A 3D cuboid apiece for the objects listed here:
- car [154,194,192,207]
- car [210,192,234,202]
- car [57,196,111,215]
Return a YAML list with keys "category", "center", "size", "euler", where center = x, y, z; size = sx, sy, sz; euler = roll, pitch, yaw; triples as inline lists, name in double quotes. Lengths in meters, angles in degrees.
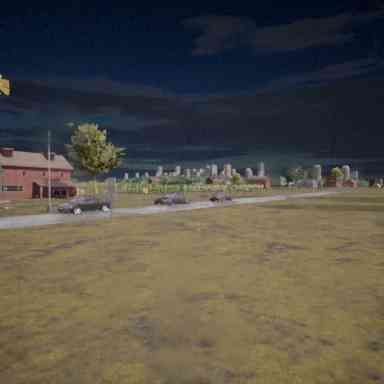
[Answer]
- category: "car"
  center: [-2.116, 0.899, 39.080]
  size: [2.033, 1.411, 5.357]
  euler: [1, 2, 36]
- category: "car"
  center: [4.271, 0.690, 47.854]
  size: [1.994, 1.385, 4.181]
  euler: [1, 2, 36]
- category: "car"
  center: [-9.332, 1.104, 29.118]
  size: [1.837, 1.490, 4.892]
  euler: [1, 2, 36]
